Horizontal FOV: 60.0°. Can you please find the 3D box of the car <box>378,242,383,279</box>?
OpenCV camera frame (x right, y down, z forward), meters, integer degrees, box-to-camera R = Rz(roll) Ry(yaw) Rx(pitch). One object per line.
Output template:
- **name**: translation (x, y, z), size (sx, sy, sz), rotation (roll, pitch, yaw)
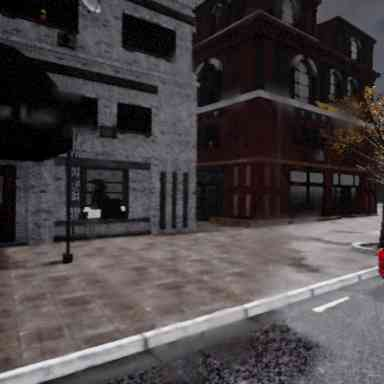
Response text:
- **car**: translation (6.704, 1.184, 8.028), size (5.566, 2.045, 2.150), rotation (0, 0, -37)
